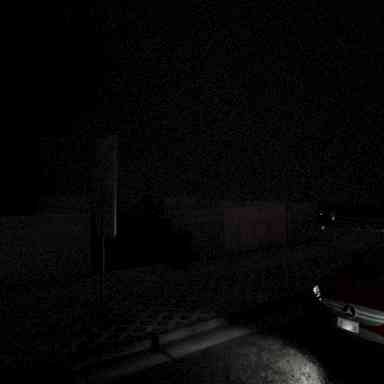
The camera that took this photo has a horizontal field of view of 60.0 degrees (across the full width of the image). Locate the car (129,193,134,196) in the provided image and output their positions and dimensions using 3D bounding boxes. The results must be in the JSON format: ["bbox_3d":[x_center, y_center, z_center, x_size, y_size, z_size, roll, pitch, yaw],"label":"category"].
[{"bbox_3d":[-10.137,0.930,51.153,1.812,1.442,4.674,1,1,-36],"label":"car"}]

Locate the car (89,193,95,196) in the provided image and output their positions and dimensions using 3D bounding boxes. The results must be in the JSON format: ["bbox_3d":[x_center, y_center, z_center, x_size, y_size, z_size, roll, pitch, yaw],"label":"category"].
[{"bbox_3d":[-17.432,0.782,61.265,2.033,1.411,5.357,1,0,-36],"label":"car"}]

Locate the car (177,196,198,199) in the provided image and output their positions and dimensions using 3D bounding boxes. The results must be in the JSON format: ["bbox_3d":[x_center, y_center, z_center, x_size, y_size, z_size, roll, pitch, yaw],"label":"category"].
[{"bbox_3d":[-0.286,1.138,32.445,1.882,1.535,5.008,1,1,-36],"label":"car"}]

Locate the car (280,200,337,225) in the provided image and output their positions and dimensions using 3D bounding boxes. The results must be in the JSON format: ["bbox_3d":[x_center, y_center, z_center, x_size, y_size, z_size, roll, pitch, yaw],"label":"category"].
[{"bbox_3d":[7.137,1.316,22.150,2.128,1.511,4.902,1,1,-36],"label":"car"}]

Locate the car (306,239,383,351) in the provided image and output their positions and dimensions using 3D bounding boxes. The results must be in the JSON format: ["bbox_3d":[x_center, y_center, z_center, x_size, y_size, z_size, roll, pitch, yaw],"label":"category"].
[{"bbox_3d":[4.008,1.527,5.795,4.674,1.442,1.812,0,0,-35],"label":"car"}]

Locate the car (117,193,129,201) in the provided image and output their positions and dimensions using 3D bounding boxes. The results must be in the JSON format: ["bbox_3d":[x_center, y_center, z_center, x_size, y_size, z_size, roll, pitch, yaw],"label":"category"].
[{"bbox_3d":[-11.403,0.885,47.982,1.882,1.535,5.008,1,0,-35],"label":"car"}]
